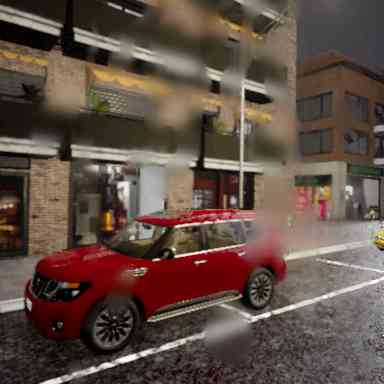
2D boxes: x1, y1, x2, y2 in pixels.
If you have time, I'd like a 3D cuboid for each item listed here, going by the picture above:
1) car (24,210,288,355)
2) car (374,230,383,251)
[{"bbox_3d":[-0.318,1.316,6.306,5.009,1.841,2.192,0,1,-35],"label":"car"},{"bbox_3d":[8.818,1.531,12.829,4.829,1.417,1.752,0,1,-35],"label":"car"}]
